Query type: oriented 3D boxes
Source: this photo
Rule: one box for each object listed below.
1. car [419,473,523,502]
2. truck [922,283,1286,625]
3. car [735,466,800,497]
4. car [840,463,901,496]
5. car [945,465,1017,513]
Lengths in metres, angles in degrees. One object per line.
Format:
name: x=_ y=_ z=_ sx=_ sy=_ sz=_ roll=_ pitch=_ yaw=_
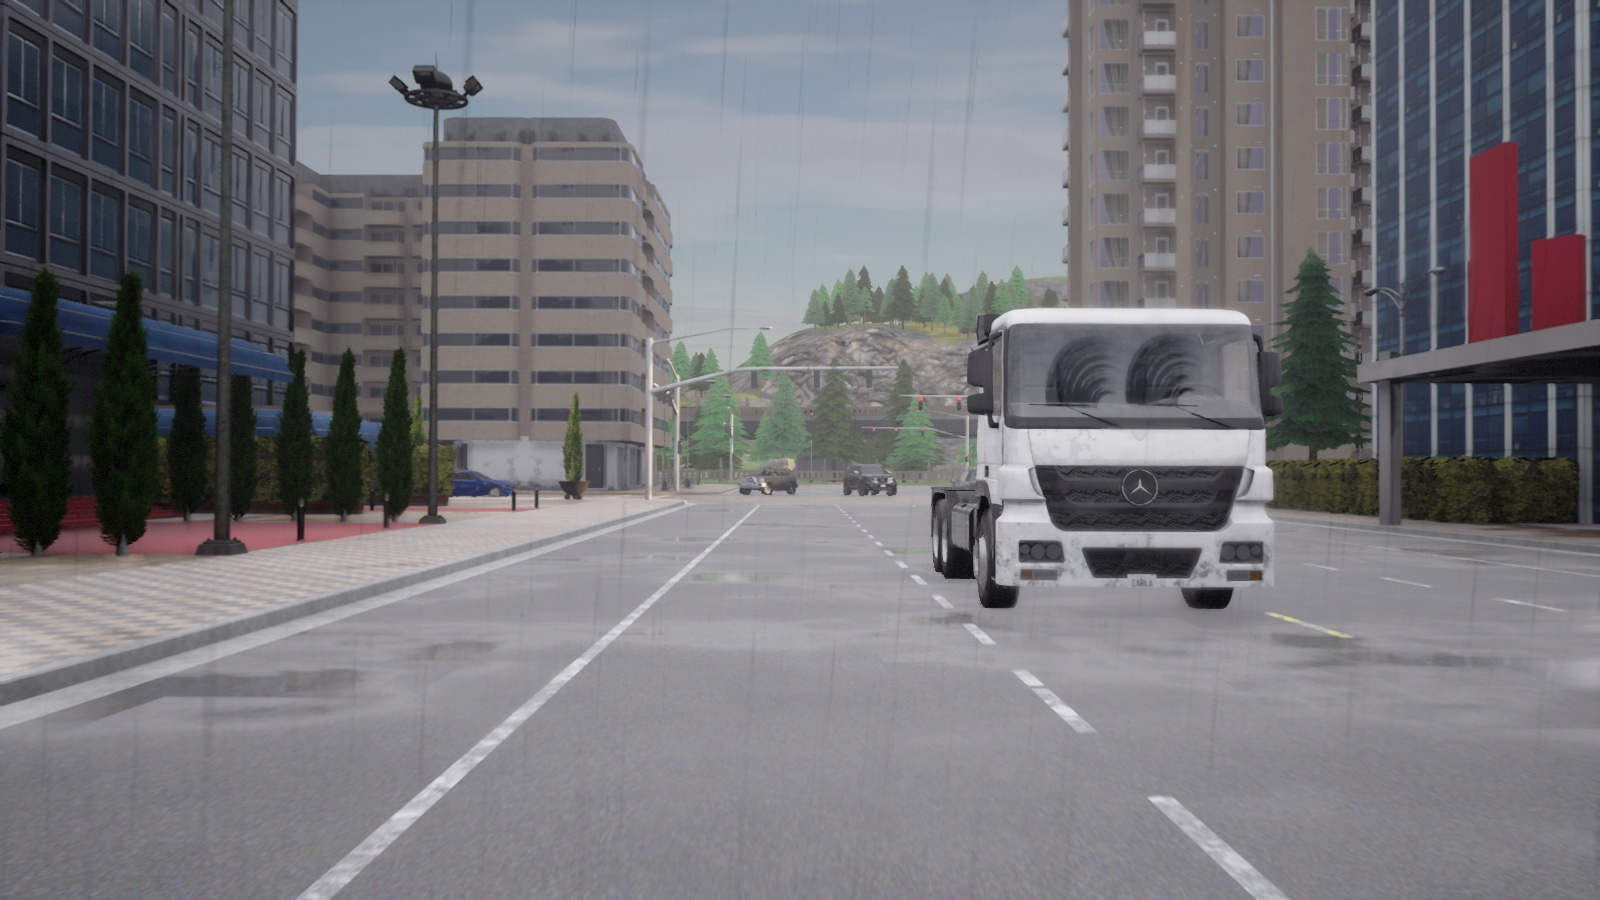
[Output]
car: x=-17.391 y=1.976 z=66.542 sx=5.008 sy=1.535 sz=1.882 roll=0 pitch=-1 yaw=0
truck: x=3.471 y=0.099 z=16.725 sx=2.891 sy=3.462 sz=7.936 roll=0 pitch=-1 yaw=0
car: x=-2.060 y=1.988 z=80.586 sx=1.932 sy=1.855 sz=4.605 roll=0 pitch=-1 yaw=32
car: x=4.421 y=1.855 z=79.972 sx=2.150 sy=2.045 sz=5.566 roll=0 pitch=-1 yaw=-16
car: x=6.932 y=1.458 z=48.545 sx=2.097 sy=1.767 sz=4.553 roll=0 pitch=-1 yaw=0
